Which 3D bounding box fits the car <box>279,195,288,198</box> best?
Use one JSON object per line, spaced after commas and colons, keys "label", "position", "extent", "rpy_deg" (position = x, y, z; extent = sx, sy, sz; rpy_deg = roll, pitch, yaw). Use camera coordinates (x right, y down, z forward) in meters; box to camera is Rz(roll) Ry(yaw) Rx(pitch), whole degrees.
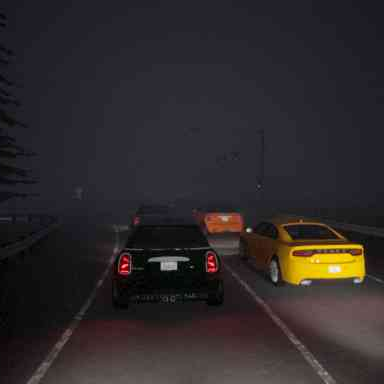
{"label": "car", "position": [19.078, 1.348, 65.965], "extent": [4.553, 1.767, 2.097], "rpy_deg": [0, 0, -18]}

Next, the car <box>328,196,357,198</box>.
{"label": "car", "position": [29.284, 1.521, 65.787], "extent": [4.902, 1.511, 2.128], "rpy_deg": [0, 0, -19]}

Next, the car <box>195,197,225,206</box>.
{"label": "car", "position": [3.075, 1.597, 56.889], "extent": [4.718, 1.301, 1.895], "rpy_deg": [0, 0, -19]}

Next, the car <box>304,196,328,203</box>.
{"label": "car", "position": [27.009, 1.520, 72.402], "extent": [4.674, 1.442, 1.812], "rpy_deg": [0, 0, -19]}

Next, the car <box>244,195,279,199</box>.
{"label": "car", "position": [12.503, 1.488, 60.096], "extent": [4.902, 1.511, 2.128], "rpy_deg": [0, 0, -19]}

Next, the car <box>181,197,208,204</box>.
{"label": "car", "position": [0.514, 1.597, 63.404], "extent": [4.718, 1.301, 1.895], "rpy_deg": [0, 0, -19]}

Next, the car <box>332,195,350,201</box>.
{"label": "car", "position": [36.278, 1.547, 80.888], "extent": [4.181, 1.385, 1.994], "rpy_deg": [0, 0, -29]}

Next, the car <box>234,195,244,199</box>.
{"label": "car", "position": [10.786, 1.348, 63.195], "extent": [4.553, 1.767, 2.097], "rpy_deg": [0, 0, -19]}

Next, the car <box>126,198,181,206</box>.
{"label": "car", "position": [-2.111, 1.351, 16.902], "extent": [2.097, 1.767, 4.553], "rpy_deg": [0, 0, -12]}

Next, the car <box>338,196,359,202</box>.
{"label": "car", "position": [36.149, 1.591, 76.718], "extent": [4.718, 1.301, 1.895], "rpy_deg": [0, 0, -29]}

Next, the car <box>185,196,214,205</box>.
{"label": "car", "position": [1.336, 1.501, 59.992], "extent": [4.892, 1.490, 1.837], "rpy_deg": [0, 0, -19]}

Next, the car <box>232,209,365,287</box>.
{"label": "car", "position": [2.730, 1.477, 9.456], "extent": [1.882, 1.535, 5.008], "rpy_deg": [0, 0, -6]}

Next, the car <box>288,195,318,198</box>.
{"label": "car", "position": [20.954, 1.560, 62.950], "extent": [4.181, 1.385, 1.994], "rpy_deg": [0, 0, -19]}

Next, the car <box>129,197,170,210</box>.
{"label": "car", "position": [-5.430, 1.492, 42.681], "extent": [4.902, 1.511, 2.128], "rpy_deg": [0, 0, -19]}

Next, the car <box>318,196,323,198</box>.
{"label": "car", "position": [27.321, 1.520, 68.797], "extent": [4.674, 1.442, 1.812], "rpy_deg": [0, 0, -19]}

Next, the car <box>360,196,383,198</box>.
{"label": "car", "position": [38.651, 1.536, 70.075], "extent": [5.357, 1.411, 2.033], "rpy_deg": [0, 0, -29]}

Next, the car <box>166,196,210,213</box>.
{"label": "car", "position": [-0.470, 1.352, 36.977], "extent": [4.553, 1.767, 2.097], "rpy_deg": [0, 0, -19]}

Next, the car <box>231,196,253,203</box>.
{"label": "car", "position": [10.562, 1.549, 70.436], "extent": [4.181, 1.385, 1.994], "rpy_deg": [0, 0, -19]}

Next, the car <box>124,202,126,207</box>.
{"label": "car", "position": [-5.437, 1.506, 38.980], "extent": [4.892, 1.490, 1.837], "rpy_deg": [0, 0, -19]}

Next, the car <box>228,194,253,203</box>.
{"label": "car", "position": [9.730, 1.348, 66.501], "extent": [4.553, 1.767, 2.097], "rpy_deg": [0, 0, -18]}

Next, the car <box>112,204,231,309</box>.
{"label": "car", "position": [-0.631, 1.352, 8.095], "extent": [2.097, 1.767, 4.553], "rpy_deg": [0, 0, -6]}

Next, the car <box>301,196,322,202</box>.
{"label": "car", "position": [27.459, 1.548, 76.347], "extent": [4.181, 1.385, 1.994], "rpy_deg": [0, 0, -21]}

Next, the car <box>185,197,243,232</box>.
{"label": "car", "position": [1.203, 1.351, 18.342], "extent": [2.097, 1.767, 4.553], "rpy_deg": [0, 0, -12]}

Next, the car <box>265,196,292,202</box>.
{"label": "car", "position": [19.059, 1.536, 73.337], "extent": [5.357, 1.411, 2.033], "rpy_deg": [0, 0, -19]}

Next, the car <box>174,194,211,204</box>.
{"label": "car", "position": [-0.120, 1.353, 33.398], "extent": [4.553, 1.767, 2.097], "rpy_deg": [0, 0, -19]}

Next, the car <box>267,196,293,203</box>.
{"label": "car", "position": [18.350, 1.521, 69.396], "extent": [4.902, 1.511, 2.128], "rpy_deg": [0, 0, -19]}

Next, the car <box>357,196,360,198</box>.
{"label": "car", "position": [36.690, 1.521, 73.008], "extent": [4.902, 1.511, 2.128], "rpy_deg": [0, 0, -25]}
